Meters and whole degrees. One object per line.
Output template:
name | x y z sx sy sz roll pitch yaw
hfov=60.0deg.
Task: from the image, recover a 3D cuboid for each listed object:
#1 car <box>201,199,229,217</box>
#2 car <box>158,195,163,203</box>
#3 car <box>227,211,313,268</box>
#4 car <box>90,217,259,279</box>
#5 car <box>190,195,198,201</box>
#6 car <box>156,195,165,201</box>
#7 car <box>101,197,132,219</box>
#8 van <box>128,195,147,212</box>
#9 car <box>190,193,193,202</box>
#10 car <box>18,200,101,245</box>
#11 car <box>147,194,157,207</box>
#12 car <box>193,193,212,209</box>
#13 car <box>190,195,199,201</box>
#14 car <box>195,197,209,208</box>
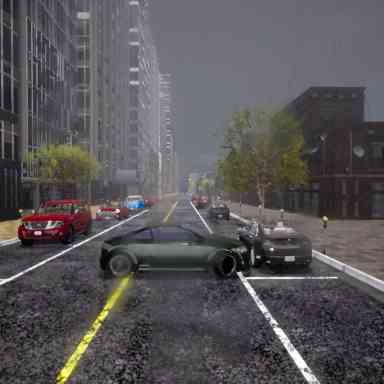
car | 2.047 1.543 26.952 2.008 1.369 4.403 -1 0 -1
car | -7.335 1.522 66.216 1.887 1.381 4.507 -1 0 -1
car | 2.564 1.548 11.092 2.008 1.369 4.403 -1 0 -1
car | -0.455 1.557 9.491 4.181 1.385 1.994 0 0 -1
car | 0.486 1.551 88.547 1.802 1.307 4.206 -1 0 -1
car | -7.749 1.497 82.645 1.752 1.417 4.829 -1 0 -1
car | -6.356 1.432 26.757 1.967 1.590 4.097 -1 0 -1
van | -6.643 1.329 38.551 1.690 1.788 3.998 -1 0 -1
car | 0.900 1.290 71.949 2.192 1.841 5.009 -1 0 -1
car | -6.170 1.310 15.689 2.192 1.841 5.009 -1 0 -1
car | -6.921 1.299 49.617 2.192 1.841 5.009 -1 0 -1
car | 1.596 1.301 44.285 2.192 1.841 5.009 -1 0 -1
car | 0.625 1.537 83.014 1.947 1.339 4.313 -1 0 -1
car | 1.456 1.509 49.988 1.752 1.417 4.829 -1 0 -1
